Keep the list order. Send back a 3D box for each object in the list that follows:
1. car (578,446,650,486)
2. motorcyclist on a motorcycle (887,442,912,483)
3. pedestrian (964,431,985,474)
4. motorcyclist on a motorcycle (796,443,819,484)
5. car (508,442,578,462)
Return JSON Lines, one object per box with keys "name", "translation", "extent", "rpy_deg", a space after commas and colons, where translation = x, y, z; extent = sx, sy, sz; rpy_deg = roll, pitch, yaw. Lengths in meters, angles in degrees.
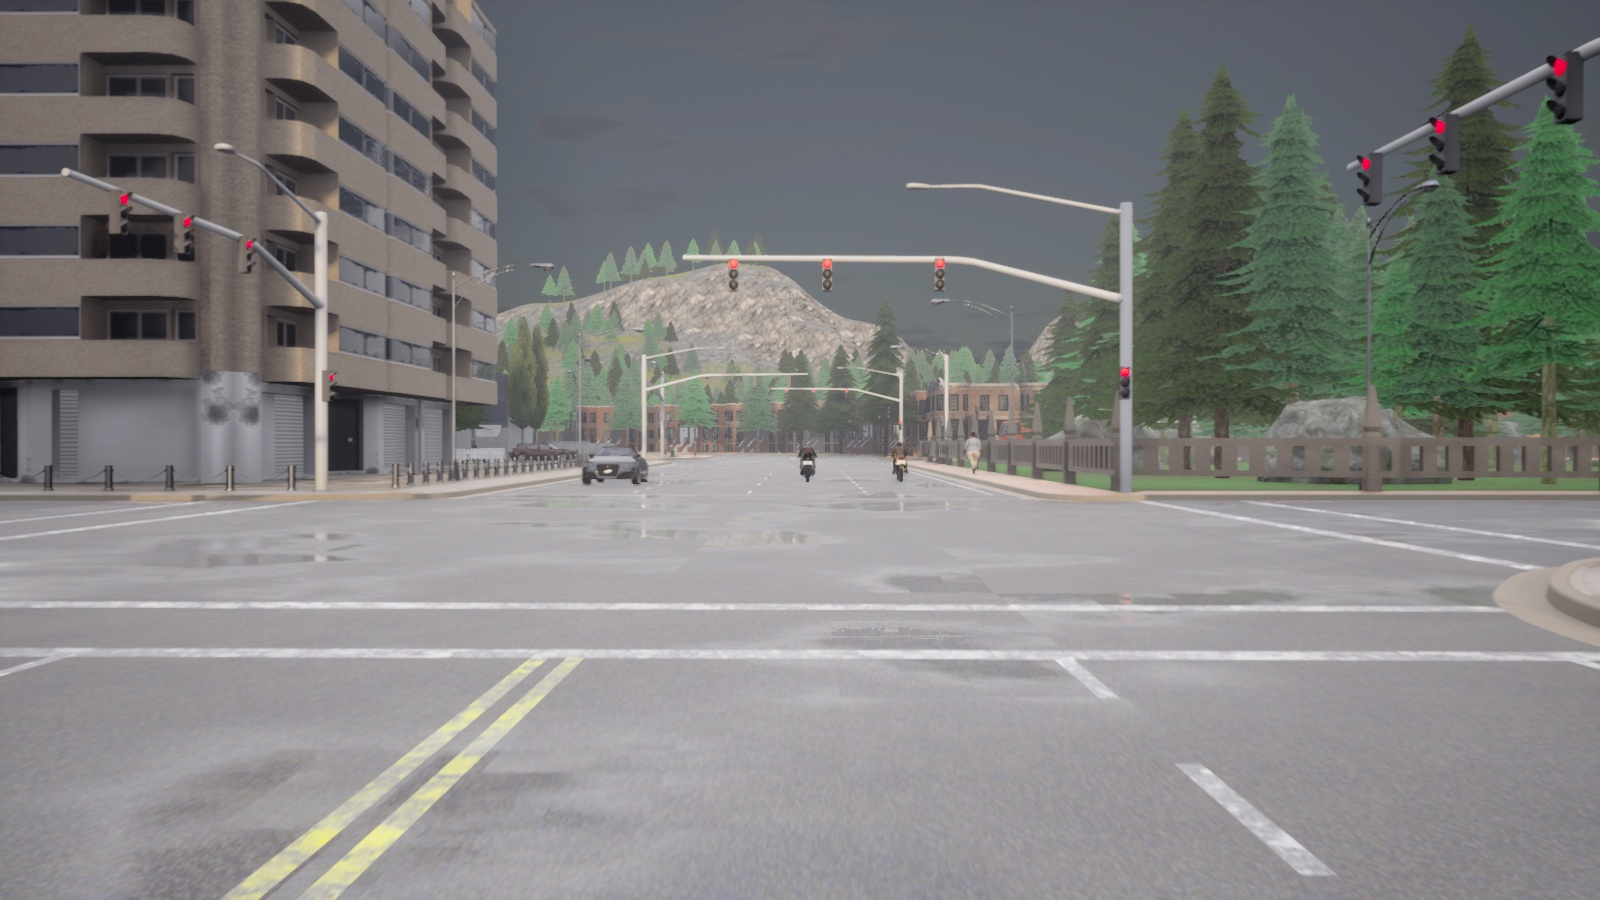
{"name": "car", "translation": [-6.723, 0.546, 45.814], "extent": [1.994, 1.385, 4.181], "rpy_deg": [0, 0, 0]}
{"name": "motorcyclist on a motorcycle", "translation": [3.788, 0.461, 47.752], "extent": [0.797, 1.523, 2.044], "rpy_deg": [0, 0, 0]}
{"name": "pedestrian", "translation": [7.471, 0.106, 53.847], "extent": [0.874, 1.855, 0.900], "rpy_deg": [0, 0, 7]}
{"name": "motorcyclist on a motorcycle", "translation": [0.295, 0.505, 48.867], "extent": [0.866, 1.530, 2.191], "rpy_deg": [0, 0, 0]}
{"name": "car", "translation": [-19.779, 0.160, 96.931], "extent": [5.008, 1.535, 1.882], "rpy_deg": [0, 0, 0]}
